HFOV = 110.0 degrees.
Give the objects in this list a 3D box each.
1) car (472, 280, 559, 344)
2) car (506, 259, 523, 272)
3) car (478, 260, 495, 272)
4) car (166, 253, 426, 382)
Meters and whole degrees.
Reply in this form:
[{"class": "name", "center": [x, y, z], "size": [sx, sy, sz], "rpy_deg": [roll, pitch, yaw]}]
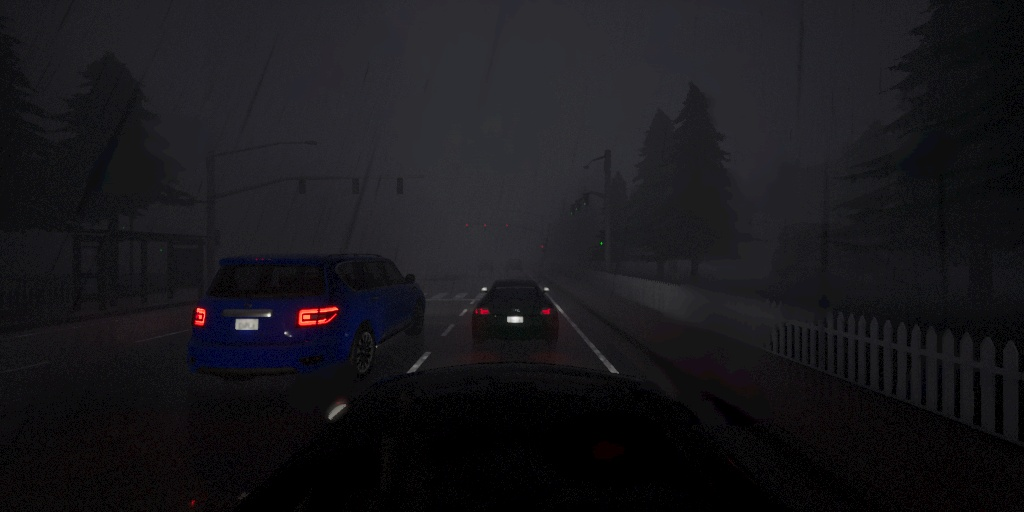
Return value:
[{"class": "car", "center": [0.089, 1.314, 9.592], "size": [1.994, 1.385, 4.181], "rpy_deg": [0, 0, 1]}, {"class": "car", "center": [0.278, 1.102, 45.674], "size": [2.097, 1.767, 4.553], "rpy_deg": [0, 0, 0]}, {"class": "car", "center": [-3.224, 1.242, 45.592], "size": [2.128, 1.511, 4.902], "rpy_deg": [0, 0, 1]}, {"class": "car", "center": [-3.404, 0.972, 7.312], "size": [2.150, 2.045, 5.566], "rpy_deg": [0, 0, 0]}]
